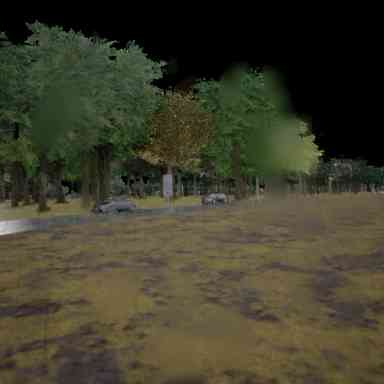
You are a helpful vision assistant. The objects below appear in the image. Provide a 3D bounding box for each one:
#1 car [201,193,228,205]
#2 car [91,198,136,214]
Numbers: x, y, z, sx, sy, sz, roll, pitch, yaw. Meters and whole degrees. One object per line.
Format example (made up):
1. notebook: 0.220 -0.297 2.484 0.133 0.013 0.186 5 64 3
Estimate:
1. car: 3.014 0.935 44.431 1.837 1.490 4.892 -3 0 35
2. car: -7.083 1.263 30.155 1.994 1.385 4.181 -3 0 35
